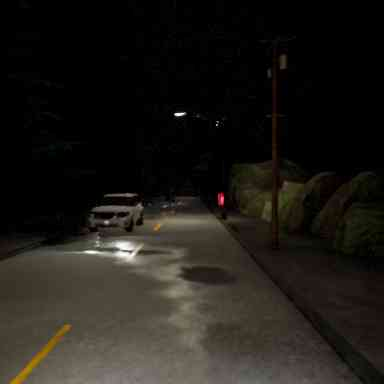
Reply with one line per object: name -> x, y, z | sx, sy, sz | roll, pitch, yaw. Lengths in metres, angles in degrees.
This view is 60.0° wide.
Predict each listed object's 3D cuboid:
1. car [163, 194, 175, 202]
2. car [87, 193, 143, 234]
car -> -4.029, 1.092, 59.575 | 1.837, 1.490, 4.892 | 0, 0, 1
car -> -4.101, 1.091, 18.728 | 2.150, 2.045, 5.566 | 0, 0, 0
